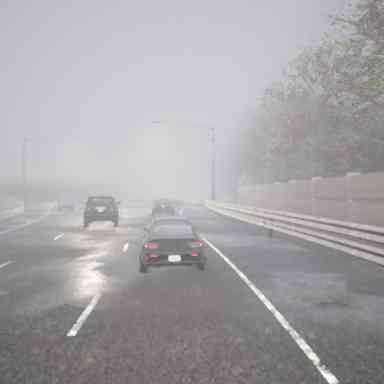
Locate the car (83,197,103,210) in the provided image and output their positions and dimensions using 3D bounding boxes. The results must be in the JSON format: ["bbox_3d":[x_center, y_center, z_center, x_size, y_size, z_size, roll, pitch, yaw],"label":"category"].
[{"bbox_3d":[-13.076,1.491,43.790,1.882,1.535,5.008,0,0,-23],"label":"car"}]

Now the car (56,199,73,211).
[{"bbox_3d":[-16.169,1.572,42.300,2.033,1.411,5.357,0,0,-24],"label":"car"}]

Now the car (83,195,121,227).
[{"bbox_3d":[-6.162,1.226,22.948,2.150,2.045,5.566,0,0,-12],"label":"car"}]

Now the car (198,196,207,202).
[{"bbox_3d":[2.844,2.248,94.712,1.837,1.490,4.892,0,-3,9],"label":"car"}]

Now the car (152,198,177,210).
[{"bbox_3d":[-2.686,1.337,31.719,2.097,1.767,4.553,0,0,-3],"label":"car"}]

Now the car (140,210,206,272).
[{"bbox_3d":[-0.688,1.520,10.737,1.812,1.442,4.674,0,0,-6],"label":"car"}]

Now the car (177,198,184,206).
[{"bbox_3d":[-2.362,1.569,53.794,1.895,1.301,4.718,0,0,4],"label":"car"}]
